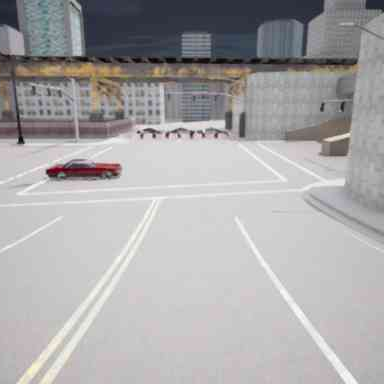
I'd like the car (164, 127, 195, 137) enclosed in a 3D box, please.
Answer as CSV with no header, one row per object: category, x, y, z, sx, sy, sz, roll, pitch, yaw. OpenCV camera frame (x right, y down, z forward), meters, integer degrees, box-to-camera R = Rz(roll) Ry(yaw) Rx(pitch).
car,-1.927,-9.576,52.671,4.536,1.218,1.853,-10,17,-35

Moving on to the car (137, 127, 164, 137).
car,-6.615,-9.583,52.701,4.536,1.218,1.853,13,19,42

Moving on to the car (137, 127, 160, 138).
car,-6.577,-9.421,52.705,4.974,1.542,2.038,13,19,42

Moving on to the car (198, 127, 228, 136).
car,3.358,-9.757,53.389,4.536,1.218,1.853,8,16,28

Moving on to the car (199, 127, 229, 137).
car,3.404,-9.599,53.403,4.974,1.542,2.038,8,16,28

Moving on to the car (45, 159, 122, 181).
car,-7.078,-1.534,22.183,4.718,1.301,1.895,-1,14,-3

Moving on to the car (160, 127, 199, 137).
car,-1.969,-9.416,52.680,4.974,1.542,2.038,-10,17,-35
